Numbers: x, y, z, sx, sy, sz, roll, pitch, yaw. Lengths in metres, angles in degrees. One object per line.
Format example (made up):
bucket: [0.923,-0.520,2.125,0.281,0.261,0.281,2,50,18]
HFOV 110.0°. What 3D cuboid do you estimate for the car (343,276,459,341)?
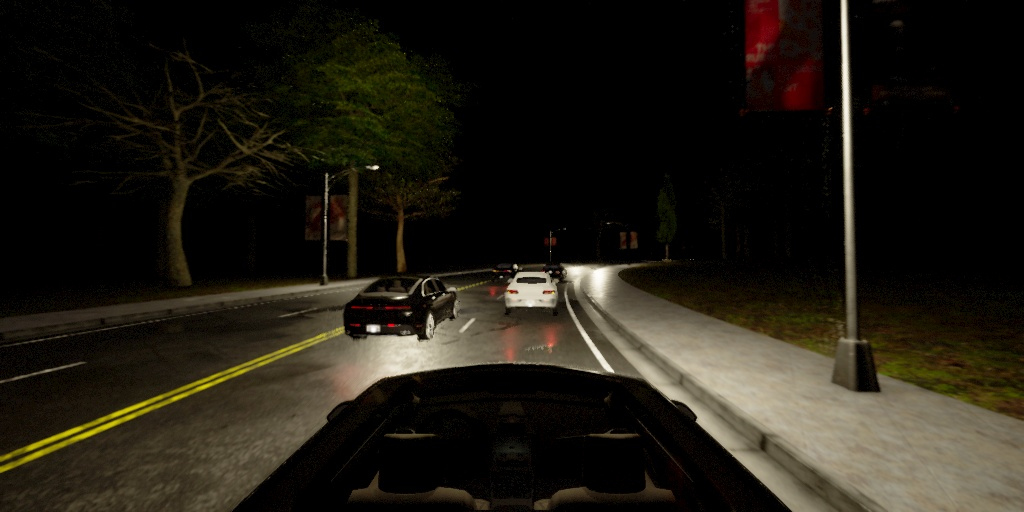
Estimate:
car: [-2.759,1.277,9.934,1.837,1.490,4.892,0,0,3]

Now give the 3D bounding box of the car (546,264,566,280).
car: [3.728,1.372,31.858,2.033,1.411,5.357,0,0,13]

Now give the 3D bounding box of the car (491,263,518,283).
car: [-0.297,1.321,28.382,2.128,1.511,4.902,0,0,11]

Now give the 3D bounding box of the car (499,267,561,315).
car: [0.797,1.315,13.726,1.812,1.442,4.674,0,0,5]
